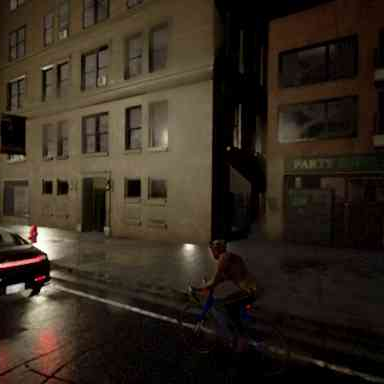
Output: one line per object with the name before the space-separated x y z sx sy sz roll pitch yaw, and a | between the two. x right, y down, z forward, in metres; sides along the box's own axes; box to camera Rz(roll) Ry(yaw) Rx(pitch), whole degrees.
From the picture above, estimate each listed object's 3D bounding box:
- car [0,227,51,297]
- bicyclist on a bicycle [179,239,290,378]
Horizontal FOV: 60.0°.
car | -5.077 1.494 7.337 4.902 1.511 2.128 0 0 36
bicyclist on a bicycle | 0.474 1.453 4.334 1.656 1.620 0.582 0 0 36
